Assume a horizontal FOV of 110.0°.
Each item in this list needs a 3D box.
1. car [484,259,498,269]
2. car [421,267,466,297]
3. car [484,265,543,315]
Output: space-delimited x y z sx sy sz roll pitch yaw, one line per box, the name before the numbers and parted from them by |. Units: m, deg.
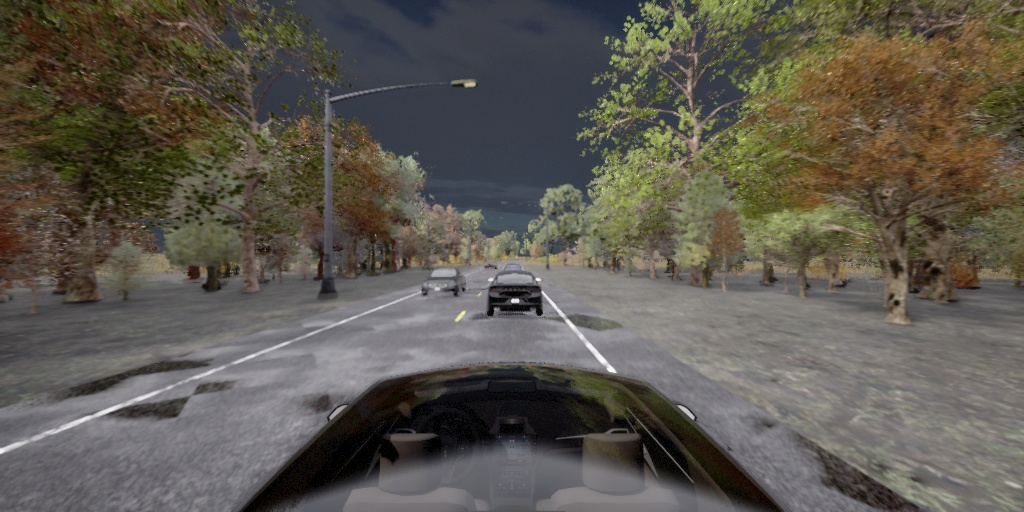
car | -3.536 1.358 60.164 2.097 1.767 4.553 0 0 1
car | -3.597 1.358 19.625 1.812 1.442 4.674 0 0 0
car | 0.102 1.285 13.932 1.882 1.535 5.008 0 0 0
